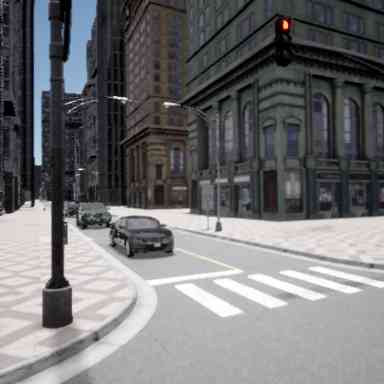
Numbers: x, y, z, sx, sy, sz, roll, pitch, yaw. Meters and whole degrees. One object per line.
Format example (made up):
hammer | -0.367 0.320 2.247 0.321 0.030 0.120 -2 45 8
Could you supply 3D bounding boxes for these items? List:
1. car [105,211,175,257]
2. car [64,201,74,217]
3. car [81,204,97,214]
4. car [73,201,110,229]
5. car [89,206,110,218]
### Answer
car | -2.358 1.805 14.882 1.882 1.535 5.008 0 -1 -25
car | -15.760 2.234 44.068 2.150 2.045 5.566 0 -2 -24
car | -16.427 2.689 52.711 1.812 1.442 4.674 0 -1 -25
car | -8.194 1.857 27.507 2.150 2.045 5.566 0 -1 -25
car | -12.229 2.562 43.754 1.895 1.301 4.718 0 -1 -24
